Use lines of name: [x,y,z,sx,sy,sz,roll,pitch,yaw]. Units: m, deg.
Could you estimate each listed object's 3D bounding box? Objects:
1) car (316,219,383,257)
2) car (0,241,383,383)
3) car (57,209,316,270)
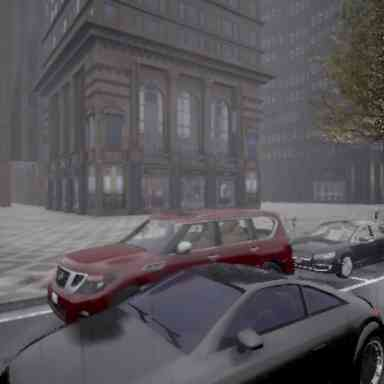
car: [4.551,1.529,9.896,4.403,1.369,2.008,0,0,-35]
car: [0.284,1.559,3.580,4.181,1.385,1.994,0,0,-36]
car: [-0.071,1.307,6.599,5.009,1.841,2.192,0,0,-35]
